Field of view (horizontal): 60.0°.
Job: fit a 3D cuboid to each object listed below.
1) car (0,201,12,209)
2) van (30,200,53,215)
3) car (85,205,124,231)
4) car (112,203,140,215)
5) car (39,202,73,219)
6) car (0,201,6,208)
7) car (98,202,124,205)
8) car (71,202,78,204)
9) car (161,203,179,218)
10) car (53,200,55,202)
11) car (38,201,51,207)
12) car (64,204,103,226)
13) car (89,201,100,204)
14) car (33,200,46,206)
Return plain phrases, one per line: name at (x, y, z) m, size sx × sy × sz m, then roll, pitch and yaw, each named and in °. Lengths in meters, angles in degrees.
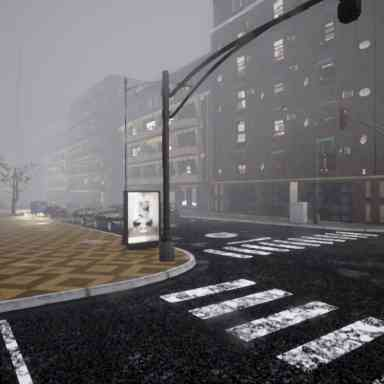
car at (-38.033, 2.703, 68.361) m, size 2.008 × 1.369 × 4.403 m, roll -2°, pitch 0°, yaw -36°
van at (-19.755, 2.035, 43.038) m, size 1.690 × 1.788 × 3.998 m, roll -2°, pitch 0°, yaw -36°
car at (-5.497, 1.888, 23.160) m, size 2.008 × 1.369 × 4.403 m, roll -2°, pitch 0°, yaw -36°
car at (-8.330, 2.096, 41.732) m, size 1.802 × 1.307 × 4.206 m, roll -2°, pitch 0°, yaw -36°
car at (-14.837, 2.115, 36.150) m, size 1.887 × 1.381 × 4.507 m, roll -2°, pitch 0°, yaw -36°
car at (-44.561, 2.862, 77.386) m, size 1.887 × 1.381 × 4.507 m, roll -2°, pitch 0°, yaw -36°
car at (-8.636, 2.053, 37.618) m, size 1.994 × 1.385 × 4.181 m, roll -1°, pitch -1°, yaw -36°
car at (-21.450, 2.424, 59.735) m, size 1.802 × 1.307 × 4.206 m, roll -2°, pitch 0°, yaw -36°
car at (-3.075, 1.824, 34.548) m, size 1.967 × 1.590 × 4.097 m, roll -2°, pitch 0°, yaw -36°
car at (-31.246, 2.528, 73.272) m, size 1.967 × 1.590 × 4.097 m, roll -2°, pitch 0°, yaw -36°
car at (-34.506, 2.736, 77.784) m, size 1.947 × 1.339 × 4.313 m, roll -2°, pitch 0°, yaw -36°
car at (-8.761, 1.969, 27.673) m, size 2.008 × 1.369 × 4.403 m, roll -2°, pitch 0°, yaw -36°
car at (-14.922, 2.118, 50.713) m, size 1.967 × 1.590 × 4.097 m, roll -2°, pitch 0°, yaw -36°
car at (-37.771, 2.797, 82.297) m, size 1.887 × 1.381 × 4.507 m, roll -2°, pitch 0°, yaw -36°
